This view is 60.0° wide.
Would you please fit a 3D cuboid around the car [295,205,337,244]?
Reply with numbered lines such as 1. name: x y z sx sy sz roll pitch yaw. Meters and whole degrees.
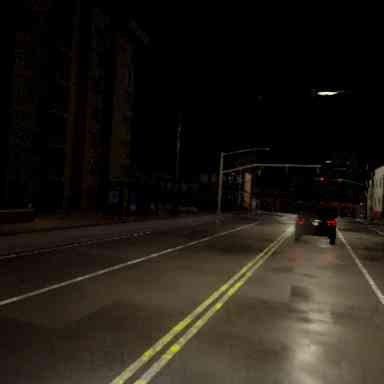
1. car: 7.563 1.874 20.292 2.150 2.045 5.566 3 -1 21
